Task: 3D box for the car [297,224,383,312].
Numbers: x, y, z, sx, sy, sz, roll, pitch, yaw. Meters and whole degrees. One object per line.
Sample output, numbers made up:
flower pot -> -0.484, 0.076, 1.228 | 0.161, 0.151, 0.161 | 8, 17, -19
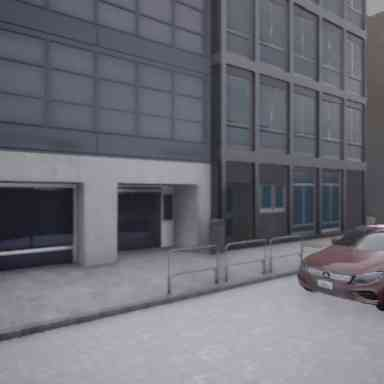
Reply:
car -> 4.478, 1.528, 7.773 | 4.674, 1.442, 1.812 | 0, 0, -35
